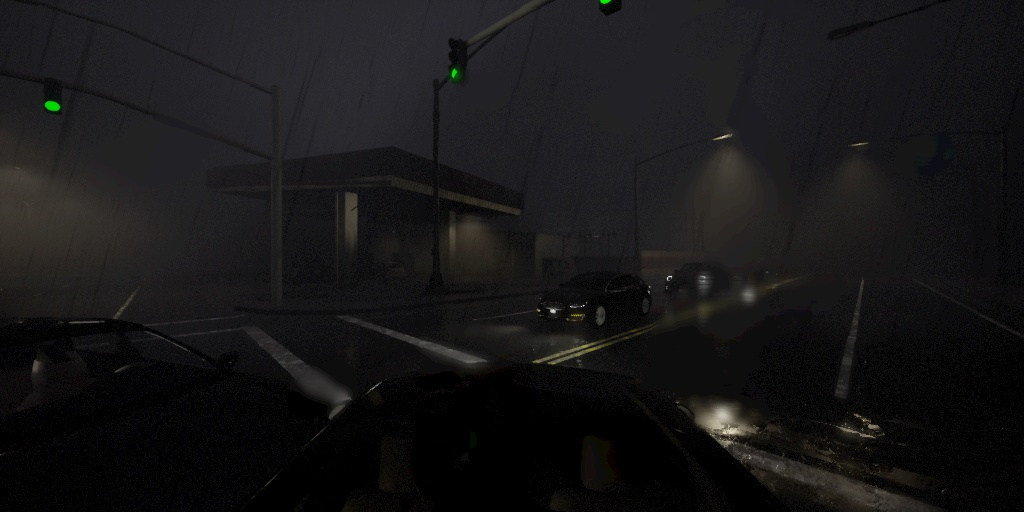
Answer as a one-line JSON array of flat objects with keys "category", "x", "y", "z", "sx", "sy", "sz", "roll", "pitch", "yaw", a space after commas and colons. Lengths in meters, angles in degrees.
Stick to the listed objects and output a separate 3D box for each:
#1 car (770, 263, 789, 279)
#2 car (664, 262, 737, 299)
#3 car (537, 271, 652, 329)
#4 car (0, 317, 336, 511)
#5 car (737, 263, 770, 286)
[{"category": "car", "x": 23.586, "y": 1.314, "z": 32.446, "sx": 4.181, "sy": 1.385, "sz": 1.994, "roll": 0, "pitch": 0, "yaw": -45}, {"category": "car", "x": 9.610, "y": 1.102, "z": 18.397, "sx": 2.097, "sy": 1.767, "sz": 4.553, "roll": 0, "pitch": 0, "yaw": 45}, {"category": "car", "x": 2.812, "y": 1.255, "z": 11.510, "sx": 1.837, "sy": 1.490, "sz": 4.892, "roll": 0, "pitch": 0, "yaw": 44}, {"category": "car", "x": -3.435, "y": 1.242, "z": 2.455, "sx": 4.902, "sy": 1.511, "sz": 2.128, "roll": 0, "pitch": 0, "yaw": 15}, {"category": "car", "x": 16.495, "y": 1.314, "z": 25.349, "sx": 1.994, "sy": 1.385, "sz": 4.181, "roll": 0, "pitch": 0, "yaw": 44}]
